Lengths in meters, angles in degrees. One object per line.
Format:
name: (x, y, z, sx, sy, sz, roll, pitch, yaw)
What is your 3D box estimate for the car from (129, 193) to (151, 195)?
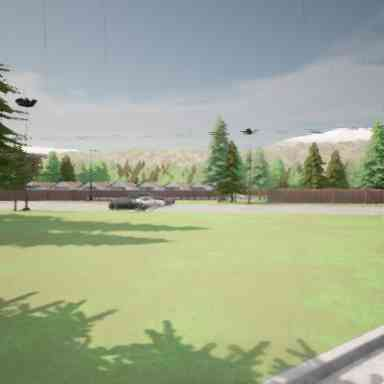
car: (-6.710, 1.089, 48.382, 5.566, 2.045, 2.150, 0, 0, 12)

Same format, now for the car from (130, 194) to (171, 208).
car: (-5.723, 1.401, 44.582, 4.674, 1.442, 1.812, 0, 0, 12)

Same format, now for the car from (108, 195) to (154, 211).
car: (-7.171, 1.420, 37.734, 4.674, 1.442, 1.812, 0, 0, 12)

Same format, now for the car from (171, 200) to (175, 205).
car: (-4.714, 1.421, 51.527, 4.181, 1.385, 1.994, 0, 0, 12)

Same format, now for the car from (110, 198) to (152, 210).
car: (-7.541, 1.486, 41.398, 4.718, 1.301, 1.895, 0, 0, 12)
